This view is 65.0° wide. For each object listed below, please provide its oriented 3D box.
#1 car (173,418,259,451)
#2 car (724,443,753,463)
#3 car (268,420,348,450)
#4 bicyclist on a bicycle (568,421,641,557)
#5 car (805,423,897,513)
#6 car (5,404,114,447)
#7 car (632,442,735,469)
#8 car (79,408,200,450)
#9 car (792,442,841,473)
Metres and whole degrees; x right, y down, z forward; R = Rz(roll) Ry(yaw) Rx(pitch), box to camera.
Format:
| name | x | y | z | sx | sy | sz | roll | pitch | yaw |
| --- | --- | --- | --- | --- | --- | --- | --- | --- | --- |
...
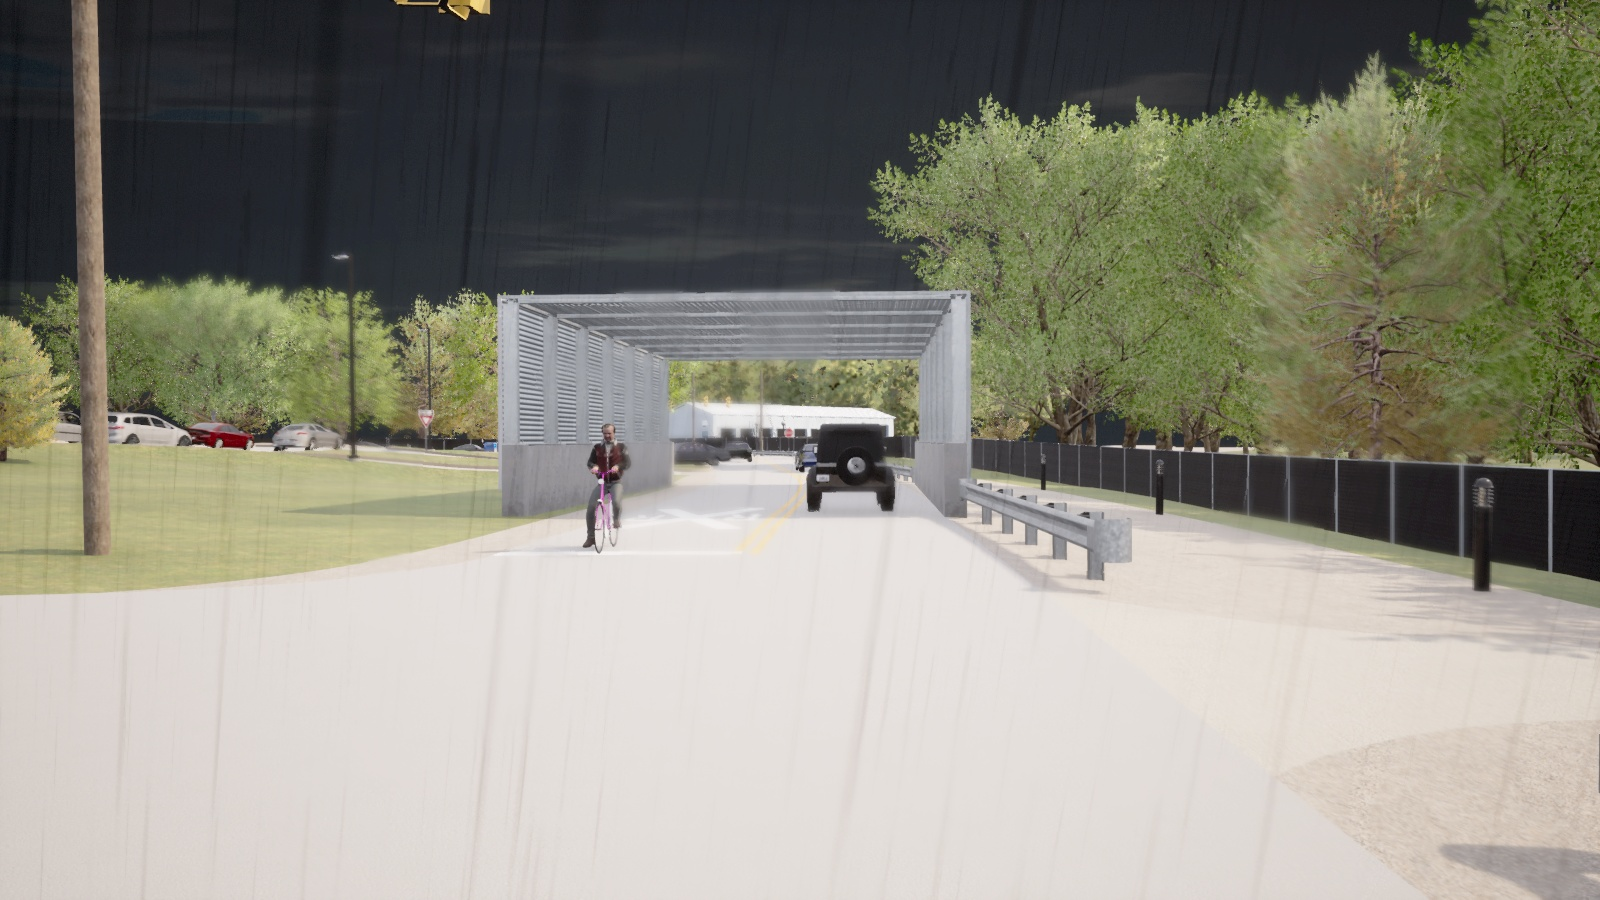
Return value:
| name | x | y | z | sx | sy | sz | roll | pitch | yaw |
| --- | --- | --- | --- | --- | --- | --- | --- | --- | --- |
| car | -32.463 | -0.840 | 70.022 | 1.882 | 1.535 | 5.008 | 6 | 0 | 6 |
| car | -4.146 | 0.170 | 84.044 | 1.895 | 1.301 | 4.718 | 0 | 0 | -3 |
| car | -27.742 | -0.868 | 71.002 | 2.152 | 1.651 | 5.027 | 0 | 1 | 6 |
| bicyclist on a bicycle | -2.668 | 0.512 | 17.283 | 0.659 | 1.776 | 1.843 | 0 | 0 | 2 |
| car | 1.113 | 0.358 | 27.929 | 1.905 | 1.878 | 3.866 | 0 | 0 | 2 |
| car | -35.120 | -1.139 | 59.627 | 1.851 | 1.617 | 3.988 | 5 | -1 | 25 |
| car | -6.401 | 0.264 | 69.096 | 5.357 | 1.411 | 2.033 | 0 | 0 | -36 |
| car | -30.479 | -0.961 | 58.131 | 2.242 | 1.667 | 4.611 | 3 | -1 | 19 |
| car | 0.759 | 0.348 | 61.667 | 2.033 | 1.411 | 5.357 | 0 | 1 | -4 |
